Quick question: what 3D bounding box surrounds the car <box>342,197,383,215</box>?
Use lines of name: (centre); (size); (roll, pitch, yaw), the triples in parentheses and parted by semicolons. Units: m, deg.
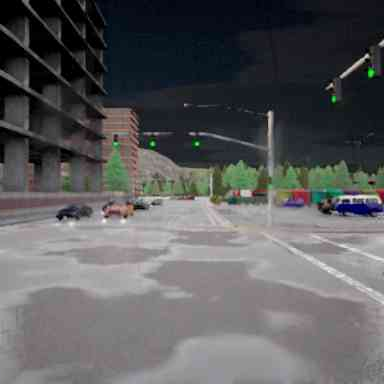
car: (21.906, 1.766, 42.515); (3.806, 1.475, 1.970); (0, 0, 1)

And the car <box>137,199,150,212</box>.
car: (-6.963, 1.933, 44.999); (1.895, 1.301, 4.718); (0, 0, 1)

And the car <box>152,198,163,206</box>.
car: (-6.684, 2.014, 64.814); (1.837, 1.490, 4.892); (0, -1, 1)

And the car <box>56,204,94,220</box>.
car: (-10.598, 1.772, 30.519); (2.033, 1.411, 5.357); (0, 0, 0)

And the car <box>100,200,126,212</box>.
car: (-10.467, 1.876, 44.514); (2.033, 1.411, 5.357); (0, 0, 1)

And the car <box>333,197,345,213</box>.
car: (21.954, 1.756, 45.410); (3.905, 1.438, 1.784); (0, 0, 1)

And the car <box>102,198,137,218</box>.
car: (-7.078, 1.592, 32.606); (2.097, 1.767, 4.553); (0, 0, 1)

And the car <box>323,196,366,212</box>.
car: (21.947, 1.565, 48.096); (4.605, 1.855, 1.932); (0, 0, 1)
